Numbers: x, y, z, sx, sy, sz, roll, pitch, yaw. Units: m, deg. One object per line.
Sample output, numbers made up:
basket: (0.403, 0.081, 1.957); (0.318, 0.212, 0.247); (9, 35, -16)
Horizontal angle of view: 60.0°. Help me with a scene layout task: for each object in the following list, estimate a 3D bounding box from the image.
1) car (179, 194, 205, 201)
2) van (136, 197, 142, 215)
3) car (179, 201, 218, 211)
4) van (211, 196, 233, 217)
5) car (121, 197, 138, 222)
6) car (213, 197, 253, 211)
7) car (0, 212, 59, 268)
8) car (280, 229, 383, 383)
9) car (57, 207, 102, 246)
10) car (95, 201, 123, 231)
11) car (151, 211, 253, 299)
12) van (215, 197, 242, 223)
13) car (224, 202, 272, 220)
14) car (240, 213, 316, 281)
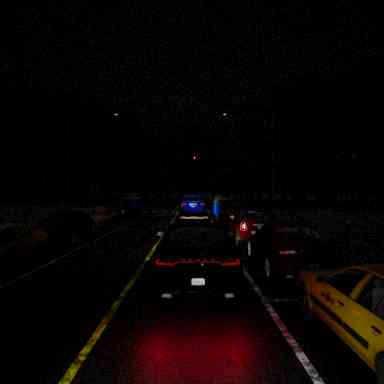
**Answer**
car: (0.017, 1.225, 29.325); (2.150, 2.045, 5.566); (0, 0, -2)
van: (-5.771, 1.345, 31.484); (1.690, 1.788, 3.998); (0, 0, 0)
car: (0.093, 1.493, 18.957); (2.128, 1.511, 4.902); (0, 0, 0)
van: (2.754, 1.345, 31.486); (1.690, 1.788, 3.998); (0, 0, 0)
car: (-5.770, 1.443, 26.046); (1.967, 1.590, 4.097); (0, 0, 0)
car: (2.756, 1.317, 20.611); (2.192, 1.841, 5.009); (0, 0, 0)
car: (-5.767, 1.525, 9.564); (1.752, 1.417, 4.829); (0, 0, 0)
car: (2.759, 1.525, 4.467); (1.752, 1.417, 4.829); (0, 0, 0)
car: (-5.768, 1.567, 15.171); (1.947, 1.339, 4.313); (0, 0, 0)
car: (-5.769, 1.527, 20.439); (1.752, 1.417, 4.829); (0, 0, 0)
car: (0.093, 1.478, 8.514); (1.882, 1.535, 5.008); (0, 0, 0)
van: (2.755, 1.344, 26.048); (1.690, 1.788, 3.998); (0, 0, 0)
car: (2.757, 1.441, 15.173); (1.967, 1.590, 4.097); (0, 0, 0)
car: (2.758, 1.545, 9.735); (1.887, 1.381, 4.507); (0, 0, 0)
